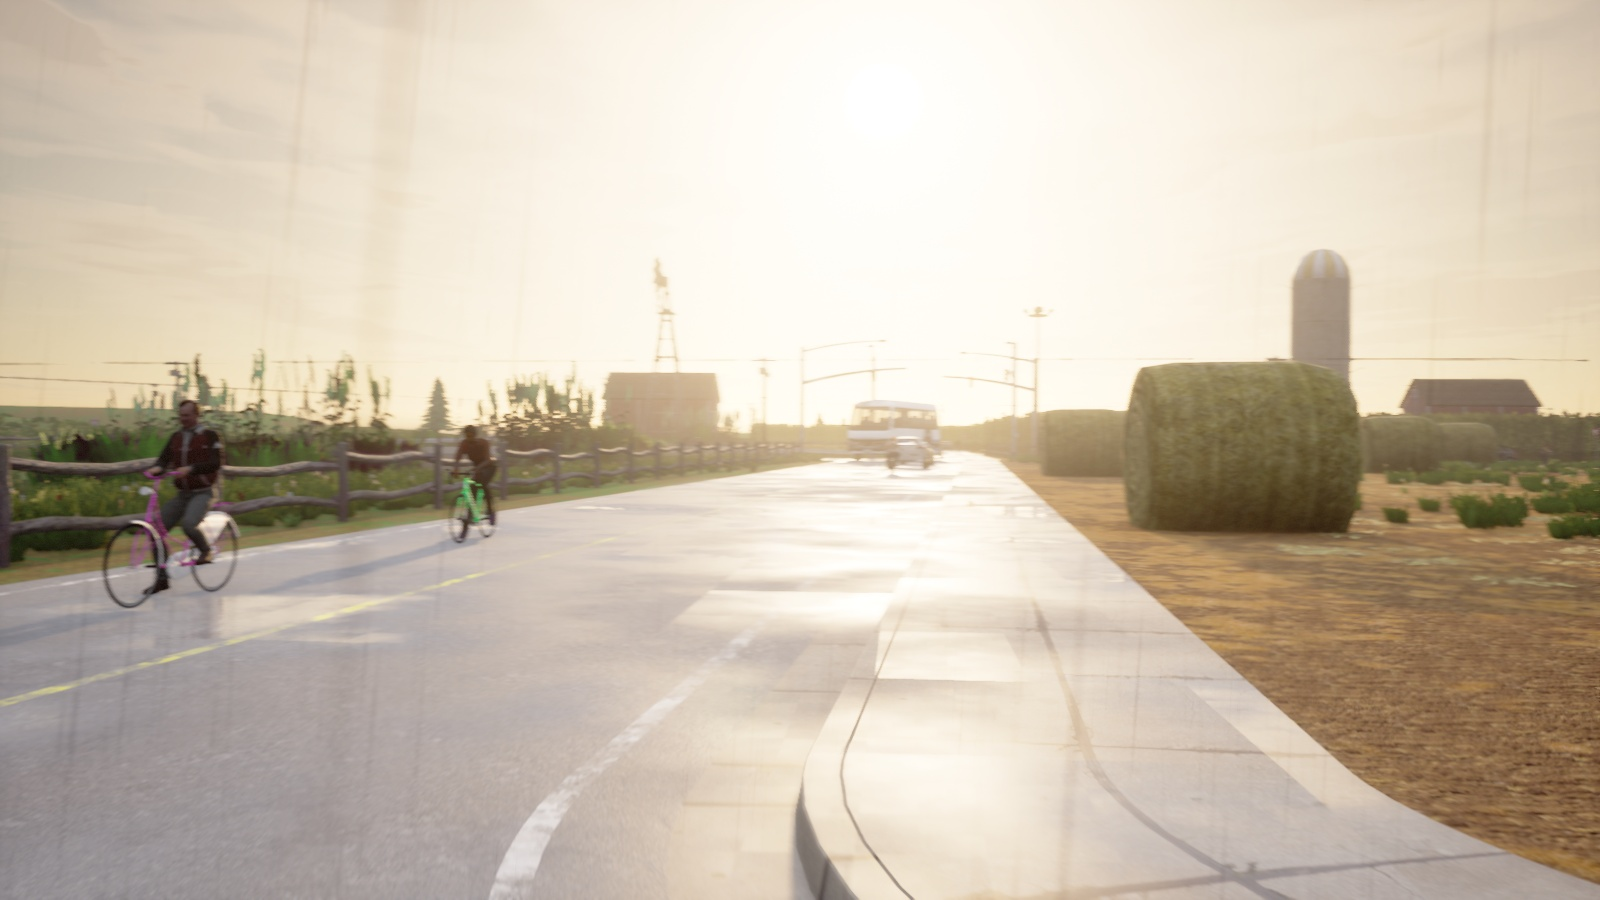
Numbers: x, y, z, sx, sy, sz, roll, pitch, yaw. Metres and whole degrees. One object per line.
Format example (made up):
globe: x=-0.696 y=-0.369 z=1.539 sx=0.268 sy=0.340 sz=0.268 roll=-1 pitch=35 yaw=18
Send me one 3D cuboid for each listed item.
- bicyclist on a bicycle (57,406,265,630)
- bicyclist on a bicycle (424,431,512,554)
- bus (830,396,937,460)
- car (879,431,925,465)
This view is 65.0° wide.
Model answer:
bicyclist on a bicycle: x=-5.469 y=0.535 z=10.892 sx=0.659 sy=1.776 sz=1.843 roll=0 pitch=0 yaw=8
bicyclist on a bicycle: x=-4.589 y=0.552 z=17.459 sx=0.582 sy=1.620 sz=1.656 roll=0 pitch=1 yaw=8
bus: x=6.042 y=-1.476 z=88.247 sx=3.944 sy=4.253 sz=10.273 roll=0 pitch=0 yaw=26
car: x=5.338 y=-0.130 z=65.253 sx=2.152 sy=1.651 sz=5.027 roll=0 pitch=0 yaw=8
